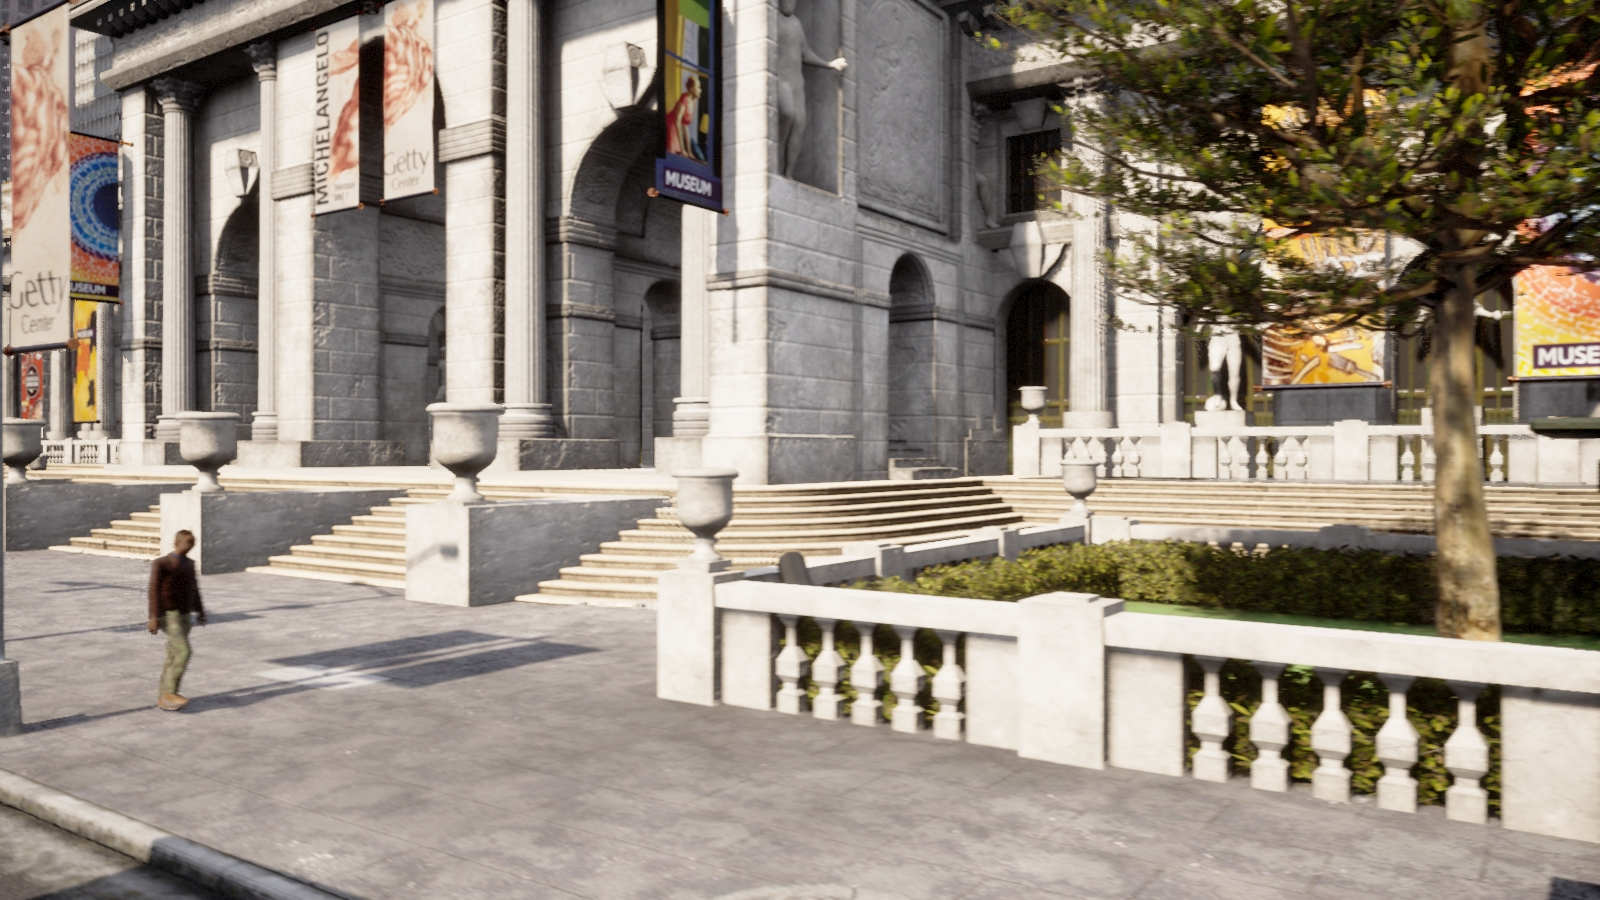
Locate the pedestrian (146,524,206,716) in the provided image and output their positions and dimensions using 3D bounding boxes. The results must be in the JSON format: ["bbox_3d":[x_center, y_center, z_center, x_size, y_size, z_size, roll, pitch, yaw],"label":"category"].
[{"bbox_3d":[-6.273,1.694,11.487,0.375,1.860,0.375,0,0,16],"label":"pedestrian"}]
